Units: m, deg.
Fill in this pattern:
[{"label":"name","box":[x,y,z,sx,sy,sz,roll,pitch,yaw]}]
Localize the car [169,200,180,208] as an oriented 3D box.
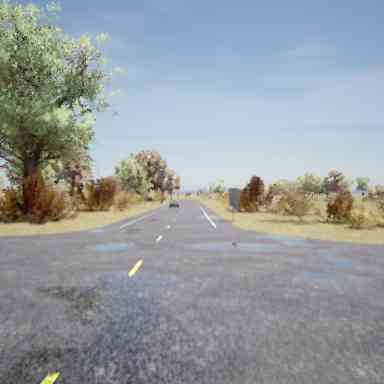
[{"label":"car","box":[-3.480,2.383,65.822,1.882,1.535,5.008,0,-1,0]}]
